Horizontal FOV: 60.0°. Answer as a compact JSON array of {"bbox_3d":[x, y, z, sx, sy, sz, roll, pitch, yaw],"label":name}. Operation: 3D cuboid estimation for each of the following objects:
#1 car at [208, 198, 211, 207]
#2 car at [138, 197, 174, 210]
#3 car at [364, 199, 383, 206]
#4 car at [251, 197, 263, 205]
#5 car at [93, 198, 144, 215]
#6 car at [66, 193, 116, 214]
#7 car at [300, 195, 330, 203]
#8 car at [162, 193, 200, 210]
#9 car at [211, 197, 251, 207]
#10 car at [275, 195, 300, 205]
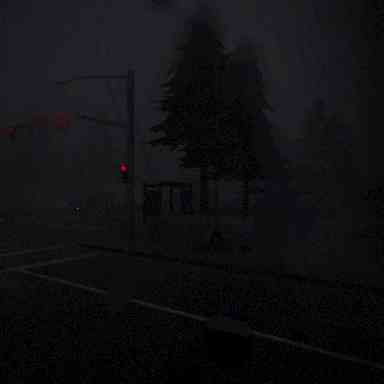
[{"bbox_3d":[1.345,1.459,49.115,4.674,1.442,1.812,0,0,-45],"label":"car"},{"bbox_3d":[-4.519,1.458,42.139,1.812,1.442,4.674,0,0,37],"label":"car"},{"bbox_3d":[28.264,1.492,51.892,5.357,1.411,2.033,0,0,-9],"label":"car"},{"bbox_3d":[9.579,1.482,55.912,5.357,1.411,2.033,0,0,-32],"label":"car"},{"bbox_3d":[-6.980,1.534,32.956,1.895,1.301,4.718,0,0,36],"label":"car"},{"bbox_3d":[-10.218,1.153,34.440,2.150,2.045,5.566,0,0,36],"label":"car"},{"bbox_3d":[18.659,1.293,48.693,4.553,1.767,2.097,0,0,-28],"label":"car"},{"bbox_3d":[-1.216,1.155,40.824,2.150,2.045,5.566,0,0,37],"label":"car"},{"bbox_3d":[5.708,1.482,48.612,5.357,1.411,2.033,0,0,-42],"label":"car"},{"bbox_3d":[14.863,1.291,50.709,4.553,1.767,2.097,0,0,-29],"label":"car"}]
